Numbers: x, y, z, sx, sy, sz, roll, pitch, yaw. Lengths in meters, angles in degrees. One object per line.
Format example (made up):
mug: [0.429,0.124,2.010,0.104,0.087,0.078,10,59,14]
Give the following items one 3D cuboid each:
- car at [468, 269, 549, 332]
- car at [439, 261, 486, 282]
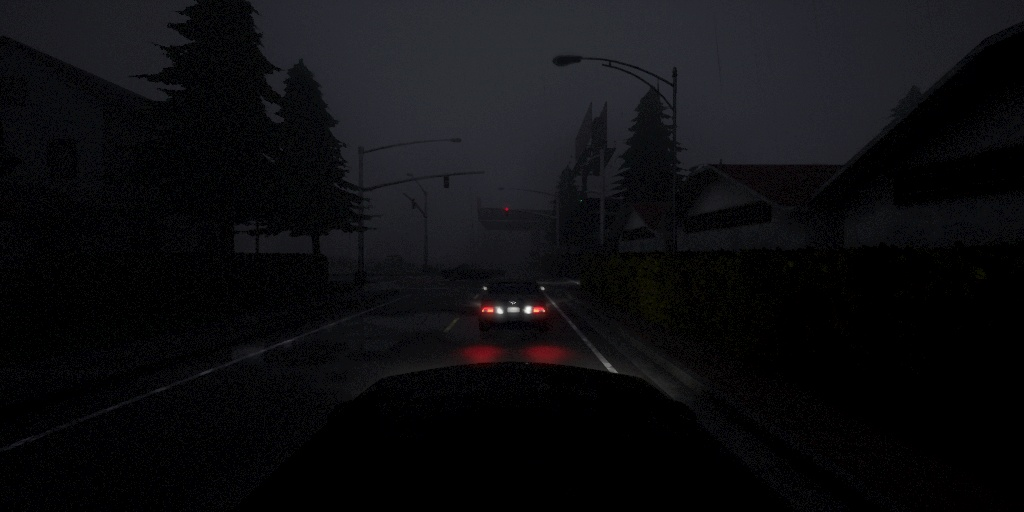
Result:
car: [0.058,1.297,10.837,2.033,1.411,5.357,0,0,1]
car: [-2.705,1.240,26.340,4.718,1.301,1.895,1,0,0]
